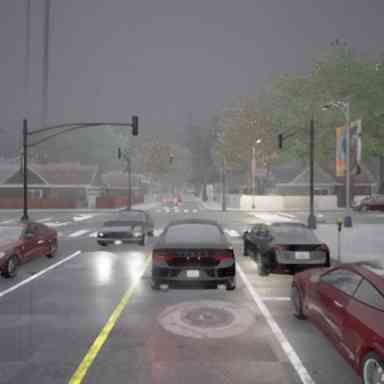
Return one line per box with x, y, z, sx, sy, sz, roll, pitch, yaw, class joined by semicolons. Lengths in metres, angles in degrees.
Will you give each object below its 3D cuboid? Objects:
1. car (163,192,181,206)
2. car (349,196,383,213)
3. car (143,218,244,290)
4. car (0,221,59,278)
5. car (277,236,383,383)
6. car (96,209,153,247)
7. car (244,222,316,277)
-3.230;1.243;50.690;2.097;1.767;4.553;0;0;0;car
17.968;1.148;32.983;4.553;1.767;2.097;0;0;0;car
0.041;1.453;9.022;1.882;1.535;5.008;0;0;0;car
-5.408;1.555;9.956;1.802;1.307;4.206;0;0;0;car
2.631;1.570;4.459;1.802;1.307;4.206;0;0;0;car
-2.785;1.507;15.180;2.033;1.411;5.357;0;0;0;car
2.617;1.539;9.977;1.947;1.339;4.313;0;0;0;car
